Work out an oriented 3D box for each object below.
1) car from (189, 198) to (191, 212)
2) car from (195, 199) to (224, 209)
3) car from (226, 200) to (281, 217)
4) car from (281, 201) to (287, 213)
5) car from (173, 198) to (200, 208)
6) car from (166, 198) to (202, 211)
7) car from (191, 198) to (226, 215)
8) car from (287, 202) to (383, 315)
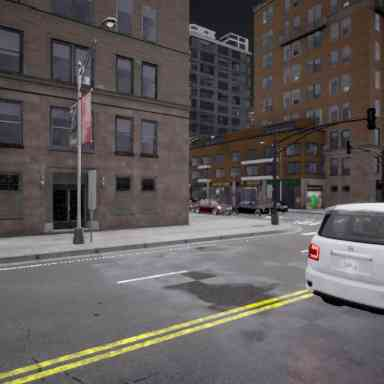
[{"bbox_3d":[-1.050,1.427,36.850,1.967,1.590,4.097,0,0,-35],"label":"car"},{"bbox_3d":[2.314,1.602,45.985,1.802,1.307,4.206,0,0,-35],"label":"car"},{"bbox_3d":[5.726,1.601,31.671,1.895,1.301,4.718,0,0,-35],"label":"car"},{"bbox_3d":[8.684,1.588,36.990,1.947,1.339,4.313,0,0,-35],"label":"car"},{"bbox_3d":[-0.871,1.587,50.483,1.947,1.339,4.313,0,0,-35],"label":"car"},{"bbox_3d":[-1.115,1.489,41.336,2.128,1.511,4.902,0,0,-35],"label":"car"},{"bbox_3d":[2.134,1.429,32.353,1.967,1.590,4.097,0,0,-35],"label":"car"},{"bbox_3d":[4.660,1.225,6.775,5.566,2.045,2.150,0,0,-36],"label":"car"}]
